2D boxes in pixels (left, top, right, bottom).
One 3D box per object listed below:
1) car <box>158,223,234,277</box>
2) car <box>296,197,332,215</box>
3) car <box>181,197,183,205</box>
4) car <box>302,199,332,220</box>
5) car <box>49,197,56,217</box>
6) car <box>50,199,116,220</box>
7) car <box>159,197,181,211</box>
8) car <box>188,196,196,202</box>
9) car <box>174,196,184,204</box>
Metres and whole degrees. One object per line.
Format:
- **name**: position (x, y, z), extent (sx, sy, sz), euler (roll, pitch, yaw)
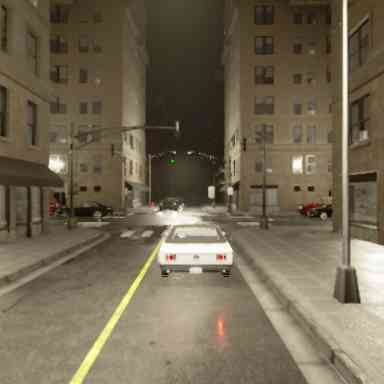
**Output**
- **car**: position (0.101, 1.618, 10.294), extent (1.895, 1.301, 4.718), euler (0, 0, 0)
- **car**: position (12.265, 1.387, 30.647), extent (5.009, 1.841, 2.192), euler (0, 0, 0)
- **car**: position (-2.834, 1.607, 50.297), extent (2.128, 1.511, 4.902), euler (0, 0, 0)
- **car**: position (12.234, 1.563, 28.109), extent (4.892, 1.490, 1.837), euler (0, 0, 0)
- **car**: position (-14.791, 1.392, 30.640), extent (5.009, 1.841, 2.192), euler (0, 0, 0)
- **car**: position (-8.881, 1.552, 27.945), extent (4.902, 1.511, 2.128), euler (0, -1, 9)
- **car**: position (-2.847, 1.442, 41.086), extent (2.097, 1.767, 4.553), euler (0, 0, 0)
- **car**: position (-0.007, 1.740, 82.764), extent (2.128, 1.511, 4.902), euler (0, 0, 0)
- **car**: position (-2.755, 1.693, 70.053), extent (1.812, 1.442, 4.674), euler (0, 0, 0)
